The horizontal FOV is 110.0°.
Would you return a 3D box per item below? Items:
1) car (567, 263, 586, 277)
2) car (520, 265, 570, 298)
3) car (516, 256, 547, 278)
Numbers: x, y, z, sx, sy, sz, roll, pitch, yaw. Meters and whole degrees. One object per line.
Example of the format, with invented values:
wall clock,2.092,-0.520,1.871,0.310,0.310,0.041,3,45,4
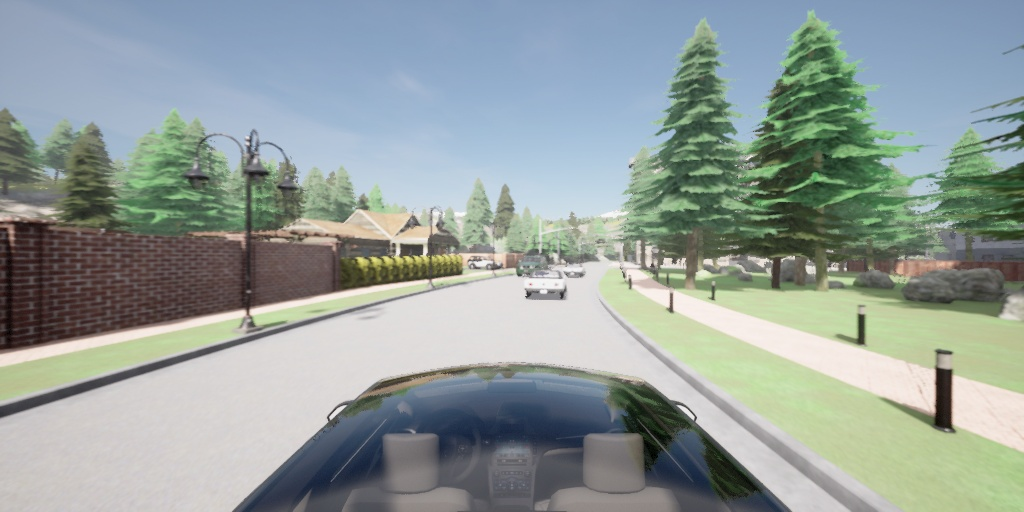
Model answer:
car,6.291,1.380,35.874,1.895,1.301,4.718,0,0,16
car,1.841,1.358,18.627,1.895,1.301,4.718,0,0,10
car,2.014,0.975,34.438,2.150,2.045,5.566,0,0,16
